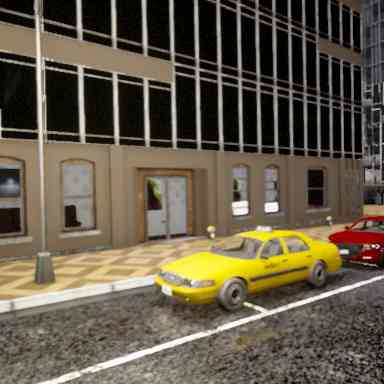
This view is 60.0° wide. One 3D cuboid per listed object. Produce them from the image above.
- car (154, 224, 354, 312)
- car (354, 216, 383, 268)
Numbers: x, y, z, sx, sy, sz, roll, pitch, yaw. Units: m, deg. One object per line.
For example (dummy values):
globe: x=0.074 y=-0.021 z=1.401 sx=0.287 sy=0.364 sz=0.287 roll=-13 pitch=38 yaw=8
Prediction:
car: x=1.494 y=1.495 z=7.599 sx=4.829 sy=1.417 sz=1.752 roll=0 pitch=-1 yaw=-35
car: x=6.273 y=1.482 z=11.004 sx=4.507 sy=1.381 sz=1.887 roll=0 pitch=-1 yaw=-35
